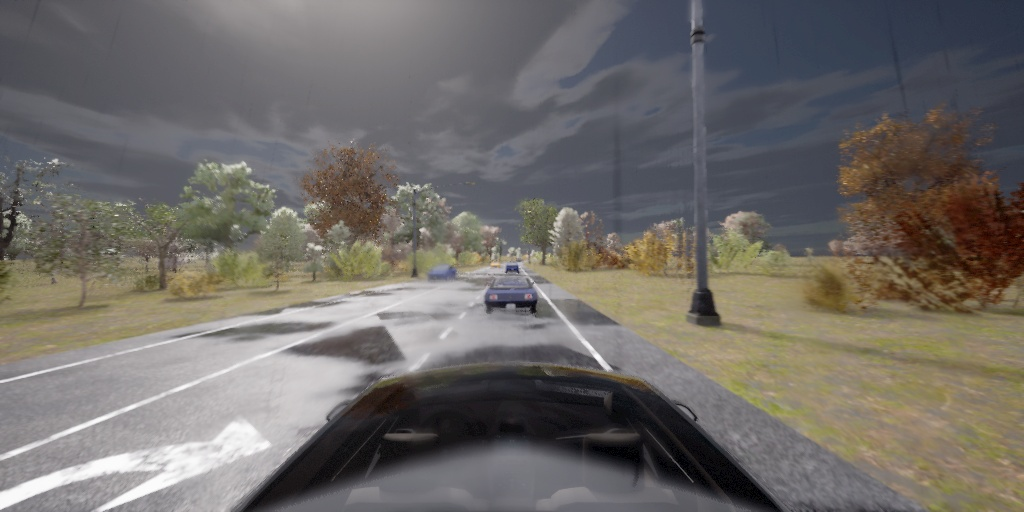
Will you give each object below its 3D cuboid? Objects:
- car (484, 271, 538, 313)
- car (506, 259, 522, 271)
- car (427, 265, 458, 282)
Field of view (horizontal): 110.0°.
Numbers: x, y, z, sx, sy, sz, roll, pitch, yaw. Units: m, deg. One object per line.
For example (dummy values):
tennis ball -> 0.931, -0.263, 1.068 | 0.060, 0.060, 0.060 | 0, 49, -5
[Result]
car -> -0.027, 1.468, 14.618 | 1.895, 1.301, 4.718 | -1, -1, 0
car -> 0.059, 1.642, 52.175 | 1.882, 1.535, 5.008 | -1, 0, 0
car -> -6.481, 1.600, 33.810 | 1.882, 1.535, 5.008 | -1, 0, 5
